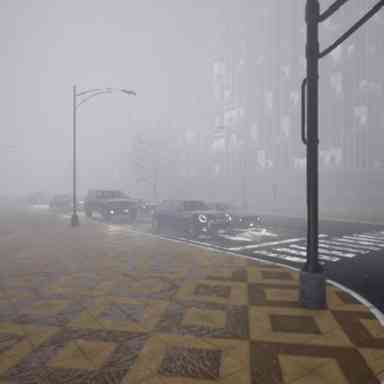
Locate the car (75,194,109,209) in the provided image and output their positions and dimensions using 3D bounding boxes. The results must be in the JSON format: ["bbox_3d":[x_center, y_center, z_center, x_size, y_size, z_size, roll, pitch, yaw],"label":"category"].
[{"bbox_3d":[-10.603,0.950,35.101,1.994,1.385,4.181,0,1,-38],"label":"car"}]

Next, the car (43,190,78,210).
[{"bbox_3d":[-12.366,0.903,32.082,2.128,1.511,4.902,0,1,-38],"label":"car"}]

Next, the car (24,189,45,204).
[{"bbox_3d":[-19.468,0.691,41.195,2.128,1.511,4.902,0,1,-38],"label":"car"}]

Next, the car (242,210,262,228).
[{"bbox_3d":[1.587,1.294,19.691,2.033,1.411,5.357,0,1,-36],"label":"car"}]

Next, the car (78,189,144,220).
[{"bbox_3d":[-5.978,0.823,23.968,2.150,2.045,5.566,0,1,-38],"label":"car"}]

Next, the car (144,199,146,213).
[{"bbox_3d":[-4.394,1.171,27.207,1.895,1.301,4.718,0,1,-38],"label":"car"}]

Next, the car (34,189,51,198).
[{"bbox_3d":[-28.616,0.241,63.589,1.882,1.535,5.008,0,1,-38],"label":"car"}]

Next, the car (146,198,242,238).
[{"bbox_3d":[-0.073,1.128,16.496,2.097,1.767,4.553,0,1,-38],"label":"car"}]
